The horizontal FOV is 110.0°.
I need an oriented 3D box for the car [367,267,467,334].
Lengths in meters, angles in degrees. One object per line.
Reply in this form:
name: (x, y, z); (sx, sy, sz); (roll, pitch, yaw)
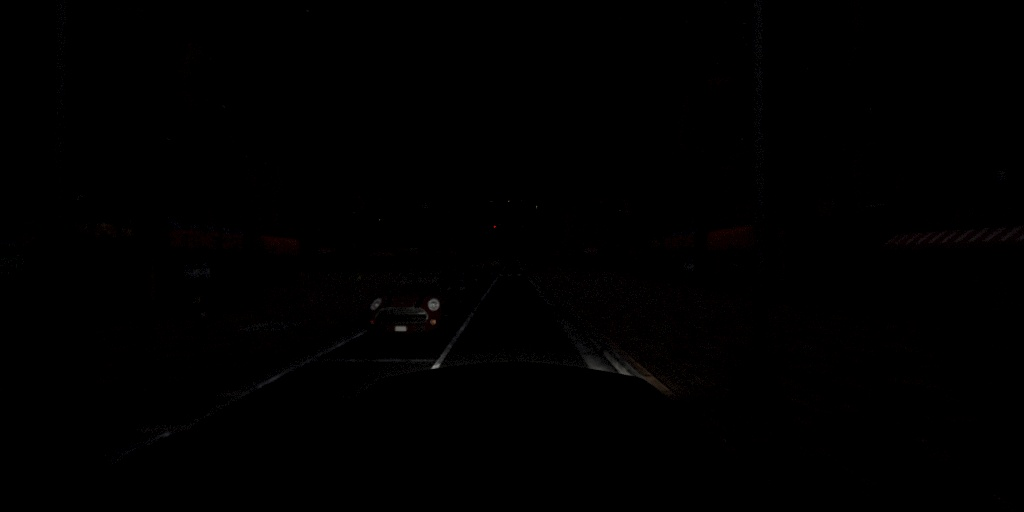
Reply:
car: (-2.637, 1.195, 10.475); (1.967, 1.591, 4.097); (0, 0, 0)

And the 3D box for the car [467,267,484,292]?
car: (-2.636, 1.331, 21.235); (1.948, 1.339, 4.313); (0, 0, 0)

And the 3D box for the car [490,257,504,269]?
car: (-2.635, 1.371, 58.834); (1.751, 1.417, 4.829); (0, 0, 0)

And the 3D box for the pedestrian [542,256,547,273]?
pedestrian: (3.511, 0.929, 38.743); (0.375, 1.860, 0.375); (0, -1, 0)

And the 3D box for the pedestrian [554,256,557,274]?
pedestrian: (4.511, 0.921, 37.543); (0.375, 1.860, 0.375); (0, -1, 0)

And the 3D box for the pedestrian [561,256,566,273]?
pedestrian: (5.511, 0.899, 38.143); (0.375, 1.860, 0.375); (0, -1, 0)
